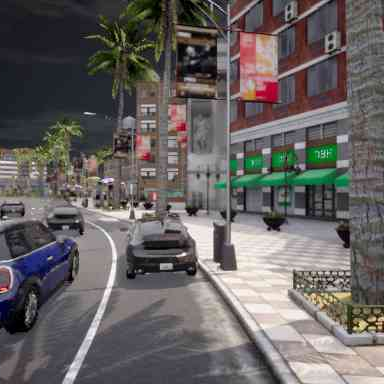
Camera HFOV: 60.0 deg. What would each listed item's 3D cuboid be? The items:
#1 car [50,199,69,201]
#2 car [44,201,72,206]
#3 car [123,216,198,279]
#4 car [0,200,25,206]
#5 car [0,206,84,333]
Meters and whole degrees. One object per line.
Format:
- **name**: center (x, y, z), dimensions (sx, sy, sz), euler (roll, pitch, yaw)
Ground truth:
- **car**: center (-10.896, 1.343, 27.178), dimensions (2.097, 1.767, 4.553), euler (0, 0, -26)
- **car**: center (-7.193, 1.499, 18.789), dimensions (1.837, 1.490, 4.892), euler (0, 0, -22)
- **car**: center (-1.087, 1.504, 10.197), dimensions (1.837, 1.490, 4.892), euler (0, 0, -11)
- **car**: center (-16.899, 1.474, 31.438), dimensions (2.128, 1.511, 4.902), euler (0, 0, -29)
- **car**: center (-3.801, 1.349, 6.826), dimensions (2.097, 1.767, 4.553), euler (0, 0, -7)
